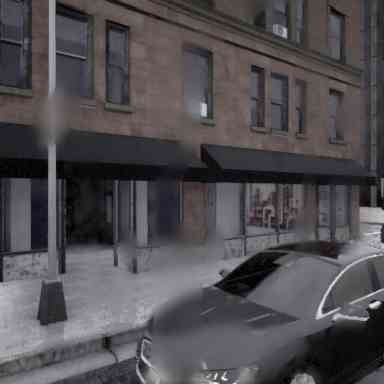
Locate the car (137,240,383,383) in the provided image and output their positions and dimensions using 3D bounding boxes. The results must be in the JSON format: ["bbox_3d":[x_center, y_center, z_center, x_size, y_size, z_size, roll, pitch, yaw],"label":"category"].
[{"bbox_3d":[1.633,1.505,4.551,4.892,1.490,1.837,0,0,-35],"label":"car"}]
